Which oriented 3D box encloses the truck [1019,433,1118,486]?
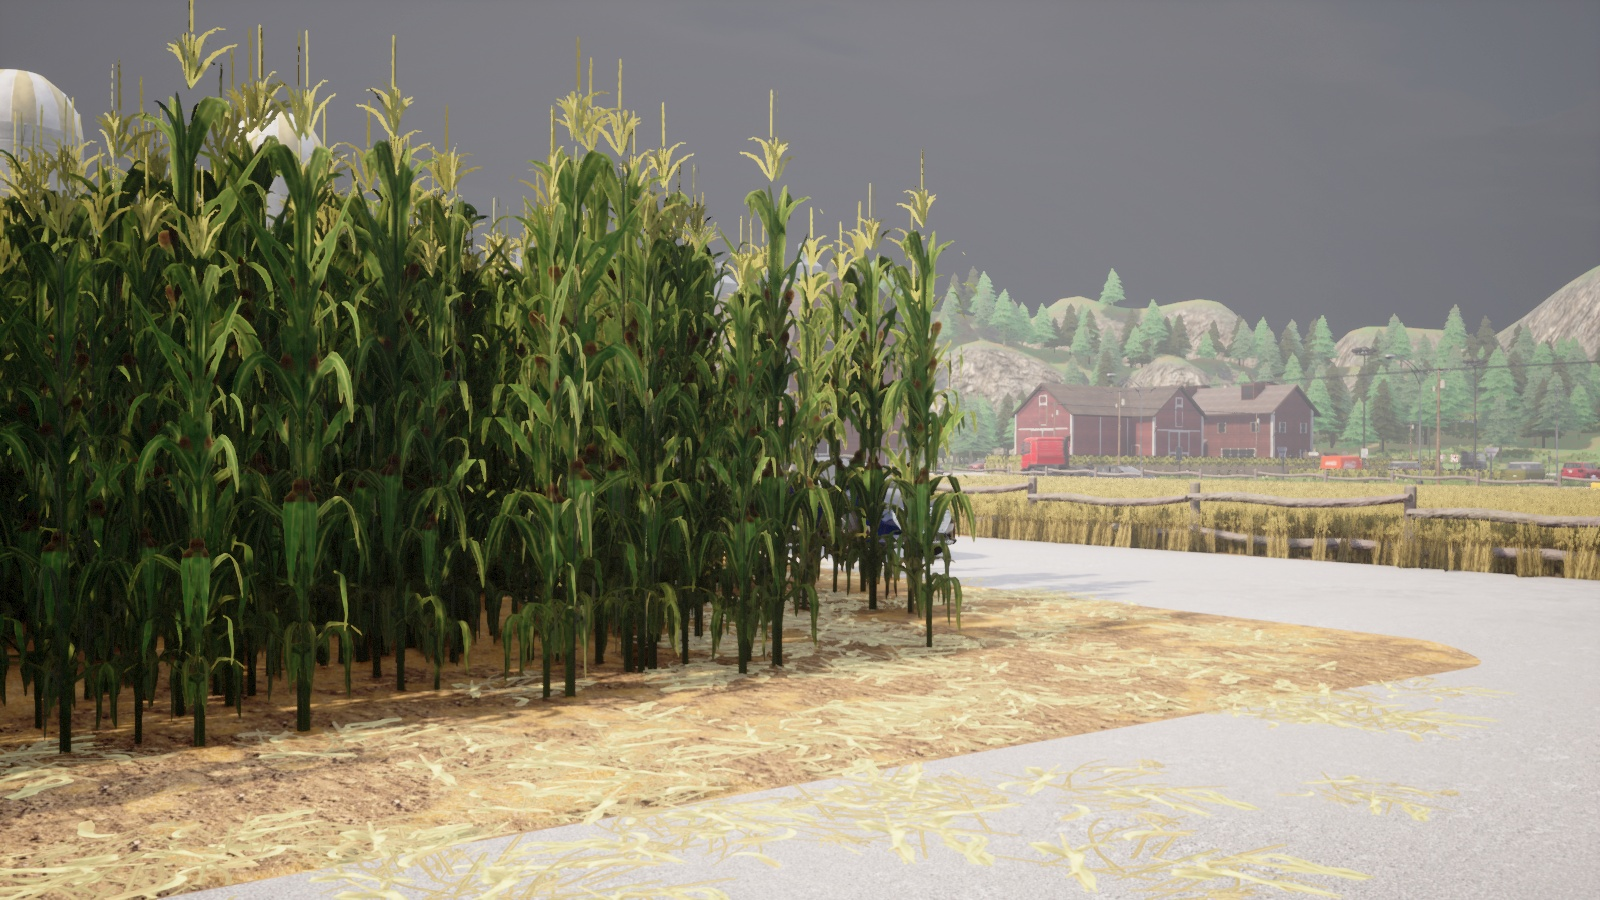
[{"bbox_3d":[18.411,0.650,86.680,2.891,3.462,7.936,0,0,-20],"label":"truck"}]

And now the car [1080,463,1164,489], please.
[{"bbox_3d":[20.028,1.594,78.302,2.163,1.488,4.792,1,0,-35],"label":"car"}]

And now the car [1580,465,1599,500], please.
[{"bbox_3d":[36.924,1.439,54.260,1.801,1.575,5.366,1,-1,-26],"label":"car"}]

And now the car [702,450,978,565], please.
[{"bbox_3d":[0.494,0.862,20.579,2.033,1.649,4.856,1,-1,-35],"label":"car"}]
